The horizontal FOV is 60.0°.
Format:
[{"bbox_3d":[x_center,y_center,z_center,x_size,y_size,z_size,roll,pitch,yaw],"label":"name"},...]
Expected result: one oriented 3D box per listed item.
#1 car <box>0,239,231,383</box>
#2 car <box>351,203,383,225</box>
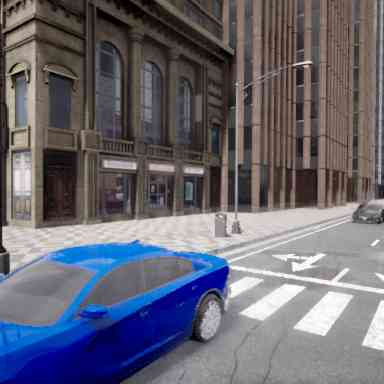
[{"bbox_3d":[-1.311,1.473,4.306,1.882,1.535,5.008,1,0,35],"label":"car"},{"bbox_3d":[13.163,1.572,24.648,1.837,1.490,4.892,1,1,35],"label":"car"}]
